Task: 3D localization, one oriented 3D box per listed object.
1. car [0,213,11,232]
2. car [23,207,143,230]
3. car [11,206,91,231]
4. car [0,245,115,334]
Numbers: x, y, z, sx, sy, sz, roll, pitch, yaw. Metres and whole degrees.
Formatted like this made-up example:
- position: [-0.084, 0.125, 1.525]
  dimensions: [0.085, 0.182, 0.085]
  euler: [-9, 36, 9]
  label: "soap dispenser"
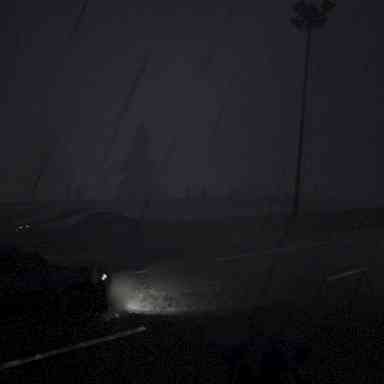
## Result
- position: [-9.053, 1.534, 19.029]
  dimensions: [5.357, 1.411, 2.033]
  euler: [0, 0, -35]
  label: "car"
- position: [-4.210, 1.509, 13.885]
  dimensions: [4.674, 1.442, 1.812]
  euler: [0, 0, -35]
  label: "car"
- position: [-6.148, 1.487, 16.802]
  dimensions: [4.892, 1.490, 1.837]
  euler: [-1, 0, -35]
  label: "car"
- position: [-3.466, 1.562, 5.573]
  dimensions: [4.181, 1.385, 1.994]
  euler: [0, 0, -35]
  label: "car"
